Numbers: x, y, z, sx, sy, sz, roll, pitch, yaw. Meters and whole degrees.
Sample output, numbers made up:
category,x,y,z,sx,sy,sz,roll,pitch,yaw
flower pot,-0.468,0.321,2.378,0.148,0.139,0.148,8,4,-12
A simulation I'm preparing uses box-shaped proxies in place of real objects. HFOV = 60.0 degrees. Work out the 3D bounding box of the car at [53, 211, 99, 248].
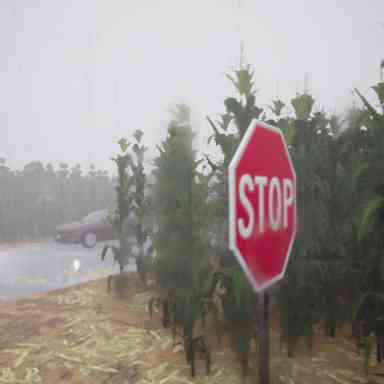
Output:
category,x,y,z,sx,sy,sz,roll,pitch,yaw
car,-3.978,1.561,15.573,1.882,1.535,5.008,-1,0,36
